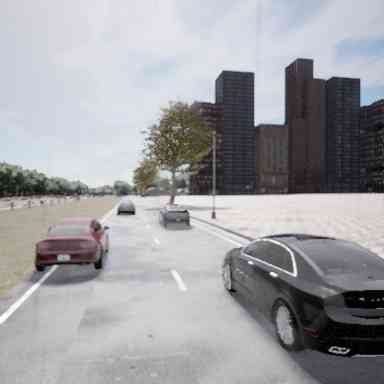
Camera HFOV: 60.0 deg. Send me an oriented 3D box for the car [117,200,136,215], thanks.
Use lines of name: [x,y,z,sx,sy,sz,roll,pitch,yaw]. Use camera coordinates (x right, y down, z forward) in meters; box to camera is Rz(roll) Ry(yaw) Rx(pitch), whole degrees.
car: [-7.306,1.816,37.106,1.994,1.385,4.181,0,0,-10]

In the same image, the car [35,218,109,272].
car: [-3.803,1.587,11.051,1.812,1.442,4.674,0,0,-10]

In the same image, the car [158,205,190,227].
car: [-1.340,1.659,24.267,2.128,1.511,4.902,0,0,-10]

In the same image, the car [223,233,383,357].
car: [1.977,1.552,6.341,1.837,1.490,4.892,0,0,-10]

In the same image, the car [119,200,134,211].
car: [-9.188,1.858,46.908,2.033,1.411,5.357,0,0,-10]
